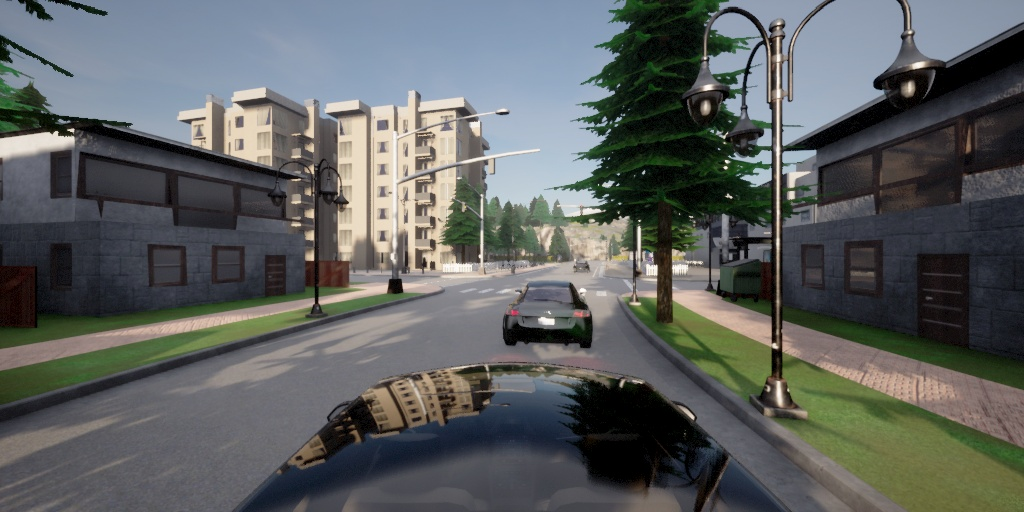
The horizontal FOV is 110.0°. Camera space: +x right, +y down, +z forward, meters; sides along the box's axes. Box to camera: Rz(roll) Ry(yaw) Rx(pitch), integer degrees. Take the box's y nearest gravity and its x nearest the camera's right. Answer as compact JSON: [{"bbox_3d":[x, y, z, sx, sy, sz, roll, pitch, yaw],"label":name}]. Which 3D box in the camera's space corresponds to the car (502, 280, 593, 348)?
[{"bbox_3d":[0.994,1.314,9.322,1.994,1.385,4.181,0,0,8],"label":"car"}]

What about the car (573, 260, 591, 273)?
[{"bbox_3d":[8.735,1.274,44.869,2.128,1.511,4.902,0,0,14],"label":"car"}]
